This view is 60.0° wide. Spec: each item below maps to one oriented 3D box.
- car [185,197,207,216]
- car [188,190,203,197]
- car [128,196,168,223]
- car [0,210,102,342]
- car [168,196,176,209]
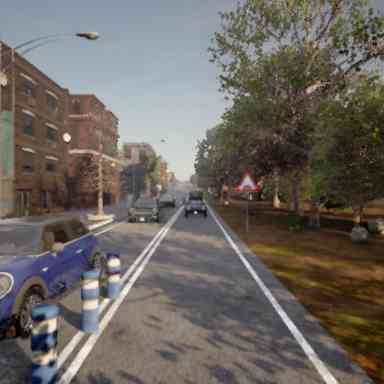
[{"bbox_3d":[0.347,1.384,29.628,1.895,1.301,4.718,0,0,1],"label":"car"},{"bbox_3d":[0.578,0.787,51.445,2.150,2.045,5.566,-1,-1,0],"label":"car"},{"bbox_3d":[-3.170,1.181,23.662,2.097,1.767,4.553,0,1,1],"label":"car"},{"bbox_3d":[-3.407,1.313,6.554,2.097,1.767,4.553,0,0,3],"label":"car"},{"bbox_3d":[-2.915,1.176,39.523,1.882,1.535,5.008,0,0,1],"label":"car"}]
